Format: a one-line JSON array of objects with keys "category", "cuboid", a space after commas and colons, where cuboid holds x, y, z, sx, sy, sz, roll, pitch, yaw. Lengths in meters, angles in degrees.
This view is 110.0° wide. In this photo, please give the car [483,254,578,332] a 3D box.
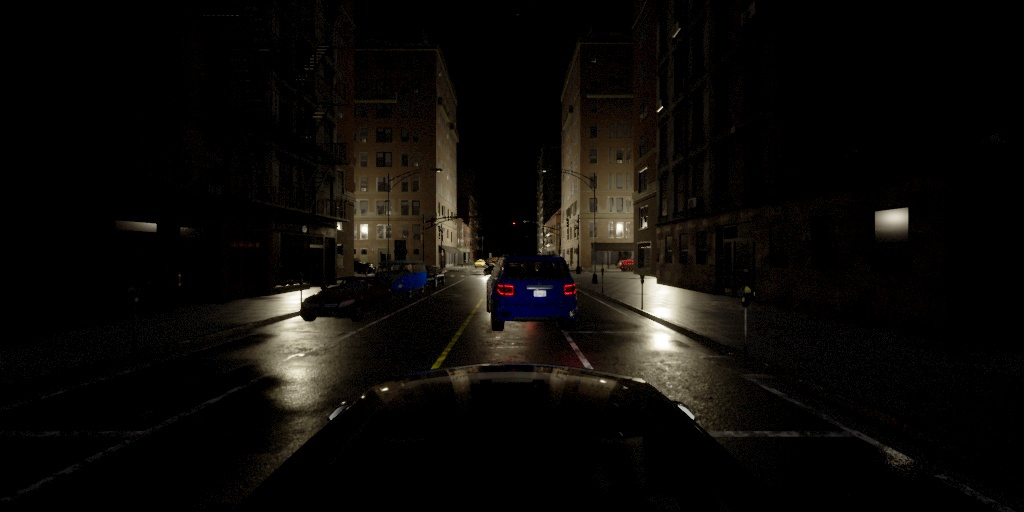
[{"category": "car", "cuboid": [0.365, 0.971, 11.072, 2.150, 2.045, 5.566, 0, 0, -6]}]

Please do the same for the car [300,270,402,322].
[{"category": "car", "cuboid": [-5.389, 1.332, 12.231, 1.802, 1.307, 4.207, 0, 0, 0]}]

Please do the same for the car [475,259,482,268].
[{"category": "car", "cuboid": [-5.362, 1.276, 60.837, 1.751, 1.417, 4.829, 0, 0, 0]}]

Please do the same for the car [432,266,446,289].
[{"category": "car", "cuboid": [-5.381, 1.301, 23.044, 2.007, 1.370, 4.403, 0, 0, 0]}]

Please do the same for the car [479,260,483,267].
[{"category": "car", "cuboid": [-1.465, 1.315, 36.115, 1.994, 1.385, 4.181, 0, 0, 14]}]

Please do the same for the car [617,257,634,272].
[{"category": "car", "cuboid": [15.551, 0.877, 43.085, 5.566, 2.045, 2.150, 0, 0, 0]}]

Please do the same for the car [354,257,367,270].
[{"category": "car", "cuboid": [-18.212, 1.066, 40.095, 5.566, 2.045, 2.150, 0, 0, 0]}]

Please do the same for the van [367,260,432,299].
[{"category": "van", "cuboid": [-5.385, 1.091, 17.638, 1.690, 1.789, 3.998, 0, 0, 0]}]
